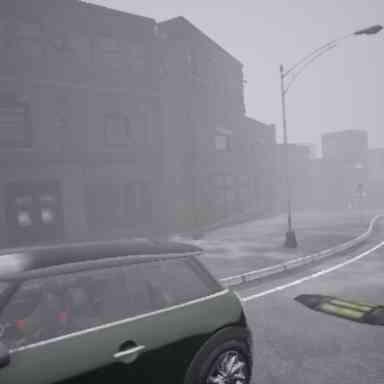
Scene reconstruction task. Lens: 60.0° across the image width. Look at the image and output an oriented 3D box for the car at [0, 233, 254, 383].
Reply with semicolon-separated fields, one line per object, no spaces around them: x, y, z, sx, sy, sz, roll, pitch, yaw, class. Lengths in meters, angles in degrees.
-1.544;1.380;3.203;4.553;1.767;2.097;0;-1;-37;car
